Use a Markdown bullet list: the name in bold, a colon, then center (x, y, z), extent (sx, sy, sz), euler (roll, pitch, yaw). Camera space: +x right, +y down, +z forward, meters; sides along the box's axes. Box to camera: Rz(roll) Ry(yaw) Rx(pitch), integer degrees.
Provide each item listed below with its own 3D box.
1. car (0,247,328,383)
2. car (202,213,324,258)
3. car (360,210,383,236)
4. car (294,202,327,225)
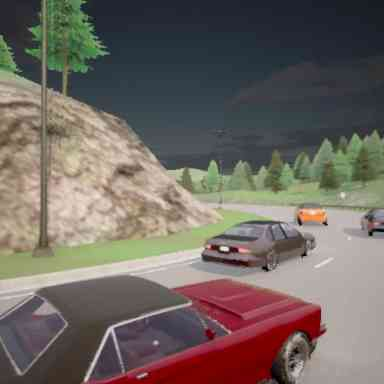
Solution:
- **car**: center (-0.532, 1.646, 3.668), extent (4.718, 1.301, 1.895), euler (0, -1, -38)
- **car**: center (2.495, 1.674, 11.354), extent (2.033, 1.411, 5.357), euler (-1, -1, 39)
- **car**: center (11.178, 1.751, 19.632), extent (2.033, 1.411, 5.357), euler (0, -1, 21)
- **car**: center (9.435, 1.639, 26.774), extent (2.097, 1.767, 4.553), euler (0, -1, 12)
